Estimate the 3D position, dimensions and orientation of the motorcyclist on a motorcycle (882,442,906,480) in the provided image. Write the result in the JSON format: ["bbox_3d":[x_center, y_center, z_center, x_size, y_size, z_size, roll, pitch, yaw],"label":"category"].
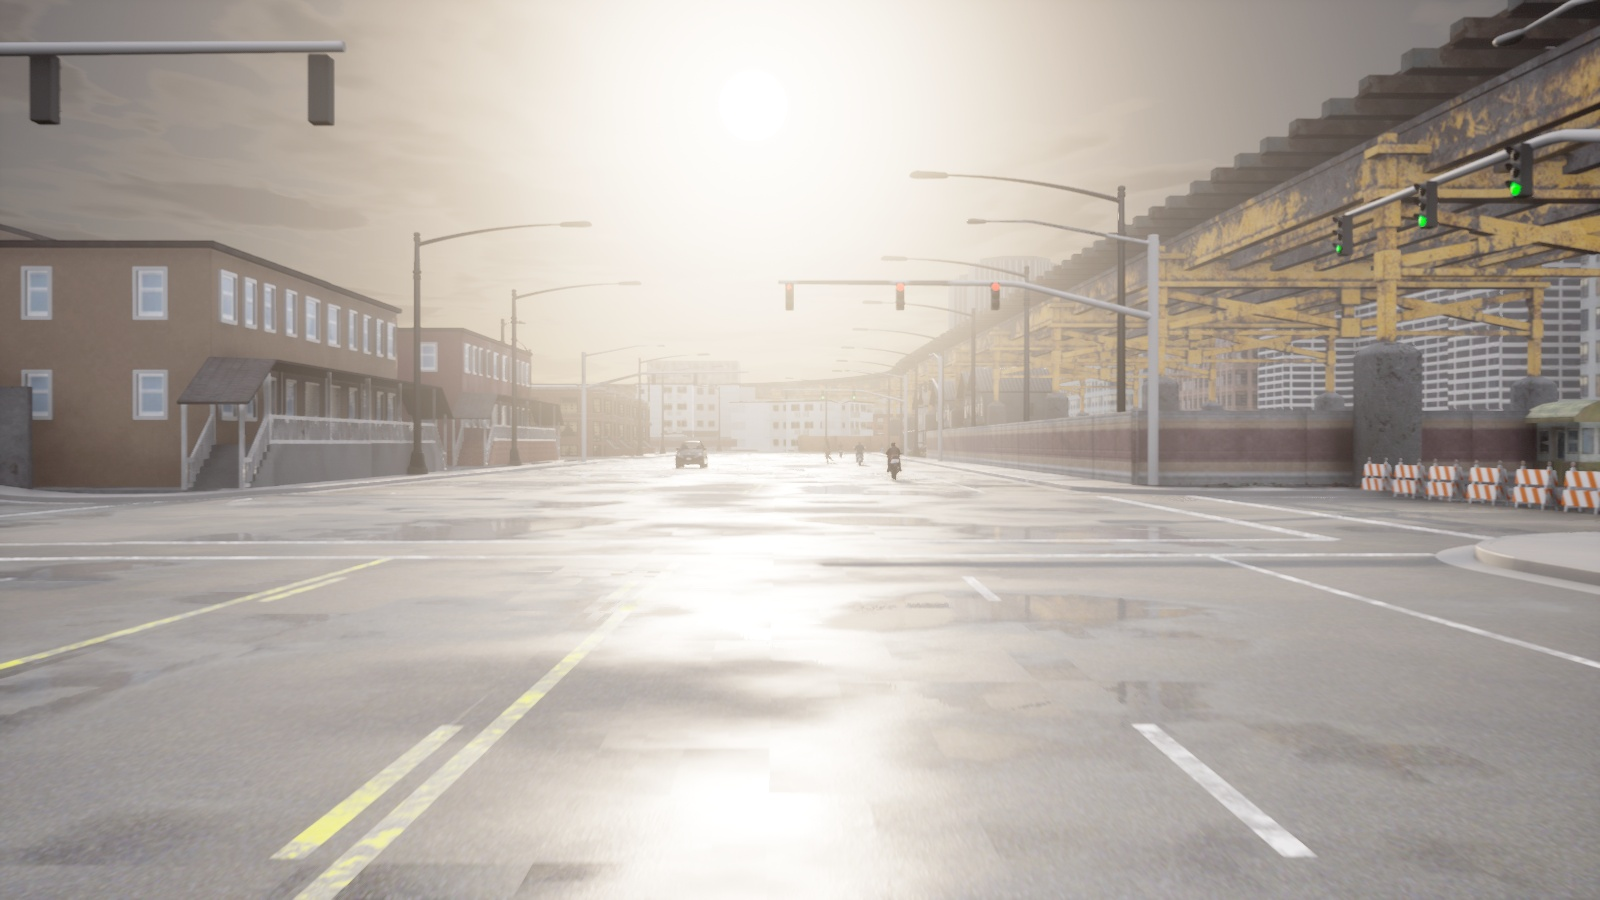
[{"bbox_3d":[3.804,0.445,50.929,0.797,1.523,2.044,0,0,0],"label":"motorcyclist on a motorcycle"}]

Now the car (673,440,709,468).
[{"bbox_3d":[-6.555,0.211,75.937,1.851,1.617,3.988,0,0,0],"label":"car"}]
